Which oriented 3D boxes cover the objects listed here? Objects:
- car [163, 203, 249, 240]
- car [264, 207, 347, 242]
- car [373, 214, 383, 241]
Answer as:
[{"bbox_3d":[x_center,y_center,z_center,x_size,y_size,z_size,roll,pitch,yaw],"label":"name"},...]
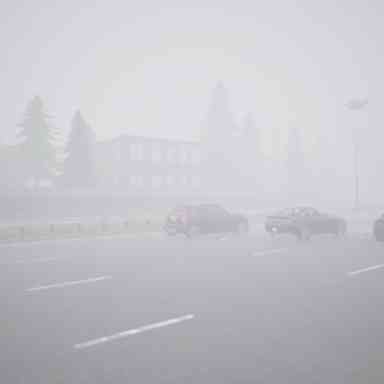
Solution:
[{"bbox_3d":[0.846,1.347,17.255,4.553,1.767,2.097,0,0,-36],"label":"car"},{"bbox_3d":[5.701,1.486,16.424,4.902,1.511,2.128,0,0,-36],"label":"car"},{"bbox_3d":[10.258,1.498,15.383,4.892,1.490,1.837,0,0,-36],"label":"car"}]
